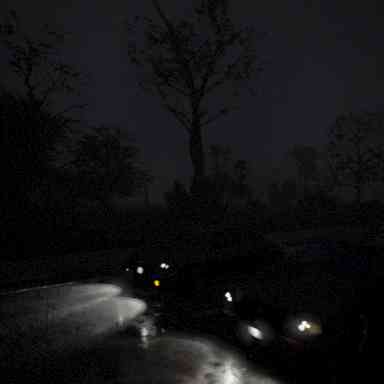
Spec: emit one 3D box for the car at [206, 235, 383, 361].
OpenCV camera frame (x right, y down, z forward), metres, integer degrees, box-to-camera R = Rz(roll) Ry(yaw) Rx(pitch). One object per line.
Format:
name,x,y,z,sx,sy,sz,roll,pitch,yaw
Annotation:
car,3.050,1.547,6.104,5.357,1.411,2.033,0,0,-35

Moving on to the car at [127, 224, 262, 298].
car,0.480,1.561,8.571,4.181,1.385,1.994,0,0,-35
